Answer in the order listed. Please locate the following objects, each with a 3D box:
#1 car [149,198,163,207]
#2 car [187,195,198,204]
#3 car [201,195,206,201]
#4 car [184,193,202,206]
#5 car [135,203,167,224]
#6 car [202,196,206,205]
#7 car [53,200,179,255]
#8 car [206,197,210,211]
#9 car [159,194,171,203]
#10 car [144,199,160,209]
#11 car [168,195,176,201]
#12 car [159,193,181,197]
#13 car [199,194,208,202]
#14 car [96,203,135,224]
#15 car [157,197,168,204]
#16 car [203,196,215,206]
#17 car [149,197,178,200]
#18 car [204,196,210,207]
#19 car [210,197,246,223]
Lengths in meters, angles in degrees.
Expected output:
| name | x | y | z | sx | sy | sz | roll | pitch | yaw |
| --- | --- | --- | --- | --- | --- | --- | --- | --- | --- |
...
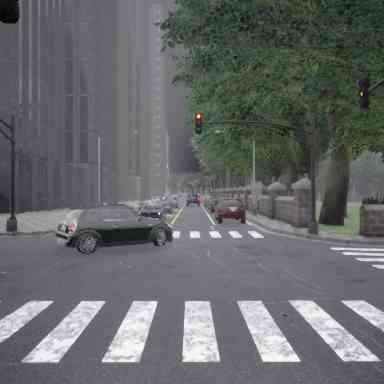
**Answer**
| name | x | y | z | sx | sy | sz | roll | pitch | yaw |
| --- | --- | --- | --- | --- | --- | --- | --- | --- | --- |
| car | -5.624 | 1.623 | 52.546 | 1.802 | 1.307 | 4.206 | 0 | 0 | 0 |
| car | 0.173 | 1.408 | 65.760 | 2.097 | 1.767 | 4.553 | 0 | 0 | 0 |
| car | 2.901 | 1.481 | 52.530 | 1.967 | 1.590 | 4.097 | 0 | 0 | 0 |
| car | 0.193 | 1.266 | 55.128 | 2.150 | 2.045 | 5.566 | 0 | 0 | 1 |
| car | -3.032 | 1.612 | 25.700 | 1.895 | 1.301 | 4.718 | 0 | 0 | 0 |
| car | 2.886 | 1.586 | 47.073 | 2.008 | 1.369 | 4.403 | 0 | 0 | 0 |
| car | -3.012 | 1.330 | 13.409 | 4.553 | 1.767 | 2.097 | 1 | -1 | -38 |
| car | 2.858 | 1.588 | 36.160 | 1.947 | 1.339 | 4.313 | 0 | 0 | 0 |
| car | -5.581 | 1.375 | 68.917 | 2.192 | 1.841 | 5.009 | 0 | 0 | 0 |
| car | -5.639 | 1.617 | 47.089 | 1.802 | 1.307 | 4.206 | 0 | 0 | 0 |
| car | -5.524 | 1.534 | 90.745 | 1.967 | 1.590 | 4.097 | 0 | 0 | 0 |
| car | -2.968 | 1.386 | 45.859 | 2.097 | 1.767 | 4.553 | 0 | 0 | 0 |
| car | 2.587 | 1.425 | 75.874 | 2.097 | 1.767 | 4.553 | 0 | 0 | 0 |
| car | -5.696 | 1.577 | 25.261 | 1.947 | 1.339 | 4.313 | 0 | 0 | 0 |
| car | -5.596 | 1.636 | 63.460 | 1.802 | 1.307 | 4.206 | 0 | 0 | 0 |
| car | 2.915 | 1.487 | 57.986 | 1.967 | 1.590 | 4.097 | 0 | 0 | 0 |
| car | -2.999 | 1.570 | 35.957 | 2.033 | 1.411 | 5.357 | 0 | 0 | 1 |
| car | 2.872 | 1.580 | 41.616 | 2.008 | 1.369 | 4.403 | 0 | 0 | 0 |
| car | 2.829 | 1.326 | 25.248 | 2.192 | 1.841 | 5.009 | 0 | 0 | 0 |
